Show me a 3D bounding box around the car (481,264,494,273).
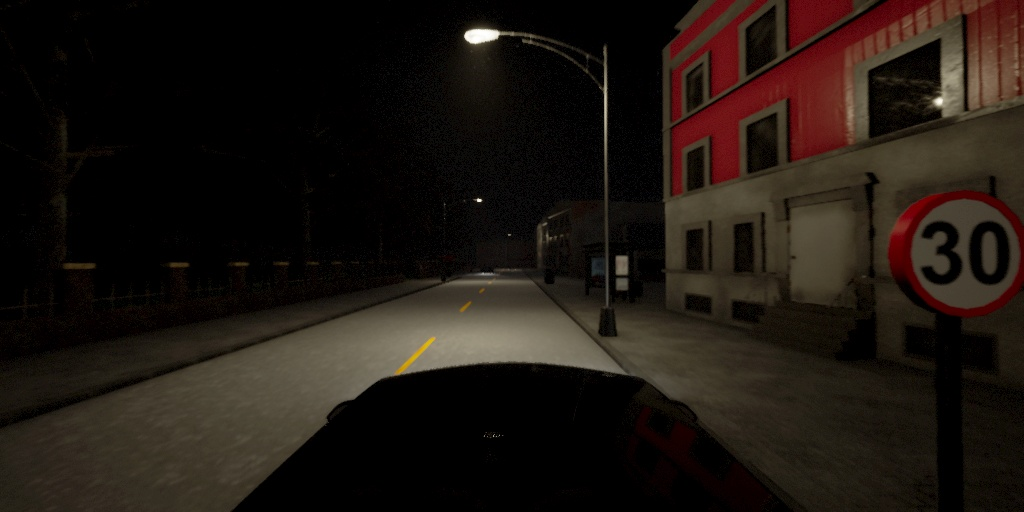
[{"bbox_3d":[-4.023,2.032,59.051,2.128,1.511,4.902,0,-1,1],"label":"car"}]
